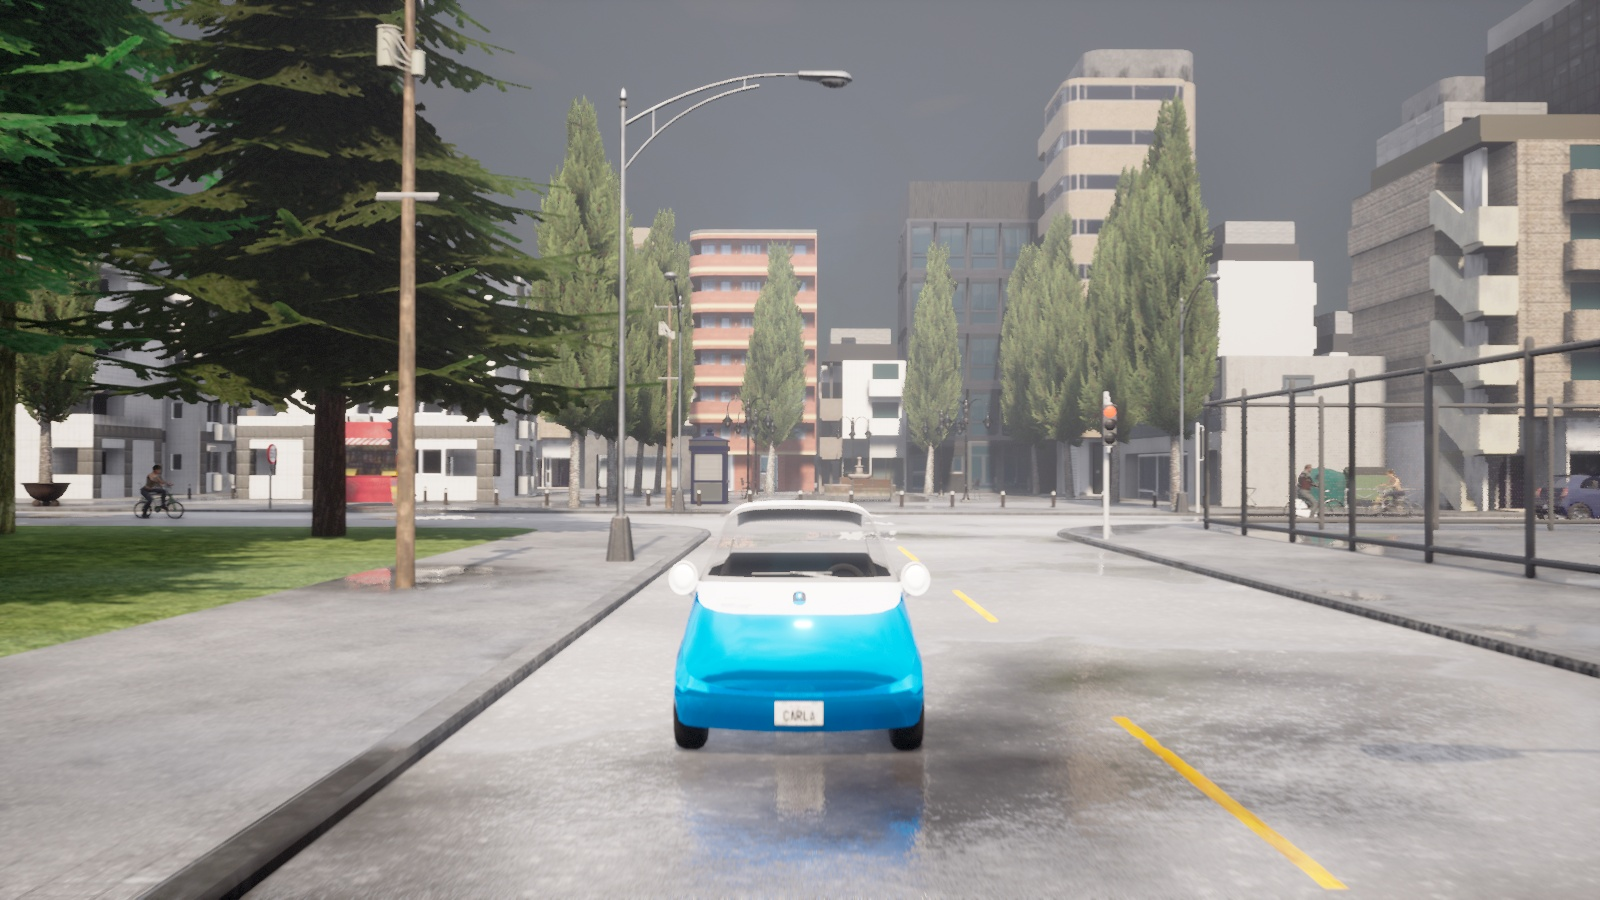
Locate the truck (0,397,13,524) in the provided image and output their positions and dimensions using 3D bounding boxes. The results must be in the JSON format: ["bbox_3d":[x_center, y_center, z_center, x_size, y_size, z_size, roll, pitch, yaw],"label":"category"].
[{"bbox_3d":[-28.404,0.322,37.111,8.468,3.827,2.891,0,-1,0],"label":"truck"}]

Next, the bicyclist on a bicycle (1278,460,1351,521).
[{"bbox_3d":[15.184,1.182,37.075,1.843,1.776,0.659,0,-1,-2],"label":"bicyclist on a bicycle"}]

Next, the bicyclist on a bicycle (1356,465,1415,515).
[{"bbox_3d":[19.171,1.293,41.142,1.509,1.612,0.866,-1,-1,0],"label":"bicyclist on a bicycle"}]

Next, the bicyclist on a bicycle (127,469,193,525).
[{"bbox_3d":[-18.899,1.385,37.117,1.509,1.612,0.866,0,-1,0],"label":"bicyclist on a bicycle"}]

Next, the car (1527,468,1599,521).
[{"bbox_3d":[23.865,1.291,37.145,3.633,1.501,1.845,0,-1,0],"label":"car"}]

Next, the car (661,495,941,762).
[{"bbox_3d":[0.003,0.984,7.772,1.481,1.376,2.207,0,-1,0],"label":"car"}]
